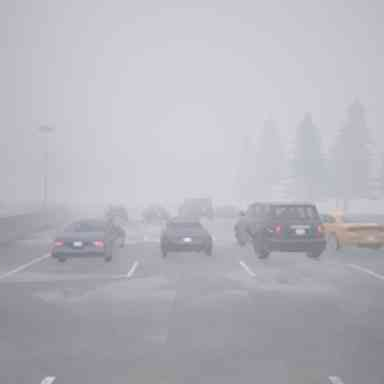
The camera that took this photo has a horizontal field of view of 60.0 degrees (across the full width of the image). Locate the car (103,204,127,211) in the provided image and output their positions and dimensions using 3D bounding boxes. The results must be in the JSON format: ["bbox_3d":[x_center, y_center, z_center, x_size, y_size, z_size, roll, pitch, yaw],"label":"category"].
[{"bbox_3d":[-6.774,1.831,29.525,1.837,1.490,4.892,0,0,-17],"label":"car"}]

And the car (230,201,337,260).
[{"bbox_3d":[3.252,1.371,13.273,2.150,2.045,5.566,0,0,-4],"label":"car"}]

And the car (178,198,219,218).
[{"bbox_3d":[0.273,1.558,30.440,2.150,2.045,5.566,0,0,-16],"label":"car"}]

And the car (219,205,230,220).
[{"bbox_3d":[3.375,1.917,32.204,1.994,1.385,4.181,0,-1,-17],"label":"car"}]

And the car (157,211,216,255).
[{"bbox_3d":[-0.348,1.719,14.019,1.994,1.385,4.181,0,-1,-5],"label":"car"}]

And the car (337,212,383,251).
[{"bbox_3d":[6.569,1.644,15.139,1.882,1.535,5.008,0,0,-6],"label":"car"}]

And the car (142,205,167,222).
[{"bbox_3d":[-3.393,1.898,30.422,1.994,1.385,4.181,0,-1,-17],"label":"car"}]

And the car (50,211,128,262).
[{"bbox_3d":[-3.732,1.689,12.816,2.033,1.411,5.357,0,-1,-4],"label":"car"}]

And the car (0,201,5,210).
[{"bbox_3d":[-30.625,1.918,51.743,2.097,1.767,4.553,0,-1,-40],"label":"car"}]
